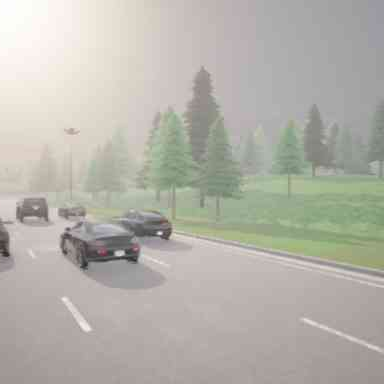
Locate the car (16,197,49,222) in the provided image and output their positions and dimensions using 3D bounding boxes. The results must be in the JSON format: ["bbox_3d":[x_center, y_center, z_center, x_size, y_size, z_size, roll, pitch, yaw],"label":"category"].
[{"bbox_3d":[-13.914,1.429,28.955,2.150,2.045,5.566,1,-1,-31],"label":"car"}]

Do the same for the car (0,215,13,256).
[{"bbox_3d":[-8.140,1.585,12.838,1.837,1.490,4.892,1,0,-31],"label":"car"}]

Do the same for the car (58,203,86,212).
[{"bbox_3d":[-11.434,1.745,31.598,2.128,1.511,4.902,1,-1,-31],"label":"car"}]

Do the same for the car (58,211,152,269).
[{"bbox_3d":[-3.299,1.627,11.626,1.812,1.442,4.674,1,-1,-32],"label":"car"}]

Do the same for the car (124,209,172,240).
[{"bbox_3d":[-2.741,1.671,17.424,1.837,1.490,4.892,1,-1,-31],"label":"car"}]
